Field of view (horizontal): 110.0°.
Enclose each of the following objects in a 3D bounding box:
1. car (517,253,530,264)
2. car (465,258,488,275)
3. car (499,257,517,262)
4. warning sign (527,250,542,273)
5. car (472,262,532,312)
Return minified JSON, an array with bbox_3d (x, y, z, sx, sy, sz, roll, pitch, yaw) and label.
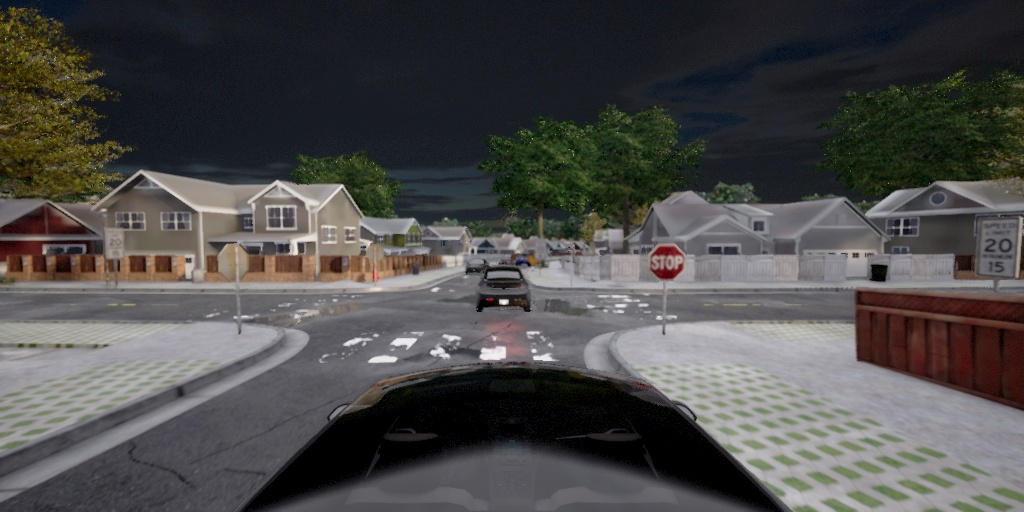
[{"bbox_3d":[2.007,0.577,57.293,2.150,2.045,5.566,0,0,10],"label":"car"},{"bbox_3d":[-3.273,0.972,34.545,1.882,1.535,5.008,0,0,3],"label":"car"},{"bbox_3d":[-0.880,0.903,57.291,1.994,1.385,4.181,0,0,10],"label":"car"},{"bbox_3d":[2.040,0.618,35.205,1.300,1.860,1.060,0,0,3],"label":"warning sign"},{"bbox_3d":[-0.343,1.153,13.700,1.837,1.490,4.892,0,1,-2],"label":"car"}]
